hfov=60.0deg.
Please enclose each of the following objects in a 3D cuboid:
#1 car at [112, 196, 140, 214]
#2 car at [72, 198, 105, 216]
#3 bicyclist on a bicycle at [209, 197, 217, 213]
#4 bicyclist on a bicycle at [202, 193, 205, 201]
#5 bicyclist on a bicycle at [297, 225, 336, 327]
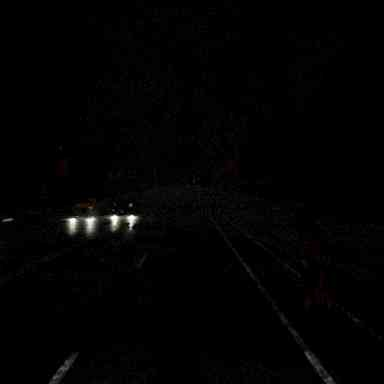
[{"bbox_3d":[-6.542,1.256,33.293,2.097,1.767,4.553,0,0,1],"label":"car"},{"bbox_3d":[-9.803,1.390,31.838,1.882,1.535,5.008,0,0,1],"label":"car"},{"bbox_3d":[2.222,1.334,34.712,0.866,1.612,1.509,0,0,0],"label":"bicyclist on a bicycle"},{"bbox_3d":[2.220,1.030,65.283,0.866,1.612,1.509,0,1,0],"label":"bicyclist on a bicycle"},{"bbox_3d":[2.266,1.451,6.075,0.582,1.620,1.656,0,0,0],"label":"bicyclist on a bicycle"}]
